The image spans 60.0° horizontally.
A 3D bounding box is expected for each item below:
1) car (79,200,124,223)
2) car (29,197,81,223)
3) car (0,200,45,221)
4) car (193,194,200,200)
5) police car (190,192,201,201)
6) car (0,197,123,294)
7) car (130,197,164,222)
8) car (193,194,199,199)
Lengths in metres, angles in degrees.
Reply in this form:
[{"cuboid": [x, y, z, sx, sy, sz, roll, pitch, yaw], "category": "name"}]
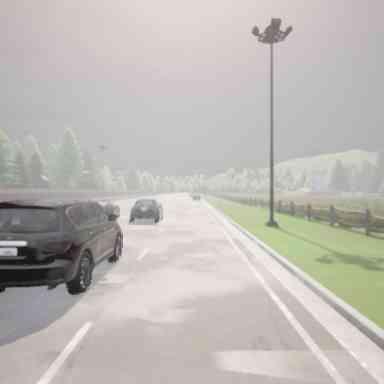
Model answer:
[{"cuboid": [-6.896, 1.419, 25.937, 2.128, 1.511, 4.902, 0, 0, 0], "category": "car"}, {"cuboid": [-10.396, 1.280, 25.696, 2.097, 1.767, 4.553, 0, 0, 0], "category": "car"}, {"cuboid": [-13.910, 1.450, 27.019, 1.812, 1.442, 4.674, 0, 0, 0], "category": "car"}, {"cuboid": [1.060, 1.265, 85.709, 1.837, 1.490, 4.892, 0, 0, 0], "category": "car"}, {"cuboid": [1.059, 1.213, 75.818, 1.930, 1.638, 5.238, 0, 0, 0], "category": "police car"}, {"cuboid": [-3.398, 1.196, 8.859, 2.150, 2.045, 5.566, 0, 0, 0], "category": "car"}, {"cuboid": [-3.397, 1.280, 25.687, 2.097, 1.767, 4.553, 0, 0, 0], "category": "car"}, {"cuboid": [1.061, 1.248, 91.709, 1.837, 1.490, 4.892, 0, 0, 0], "category": "car"}]
